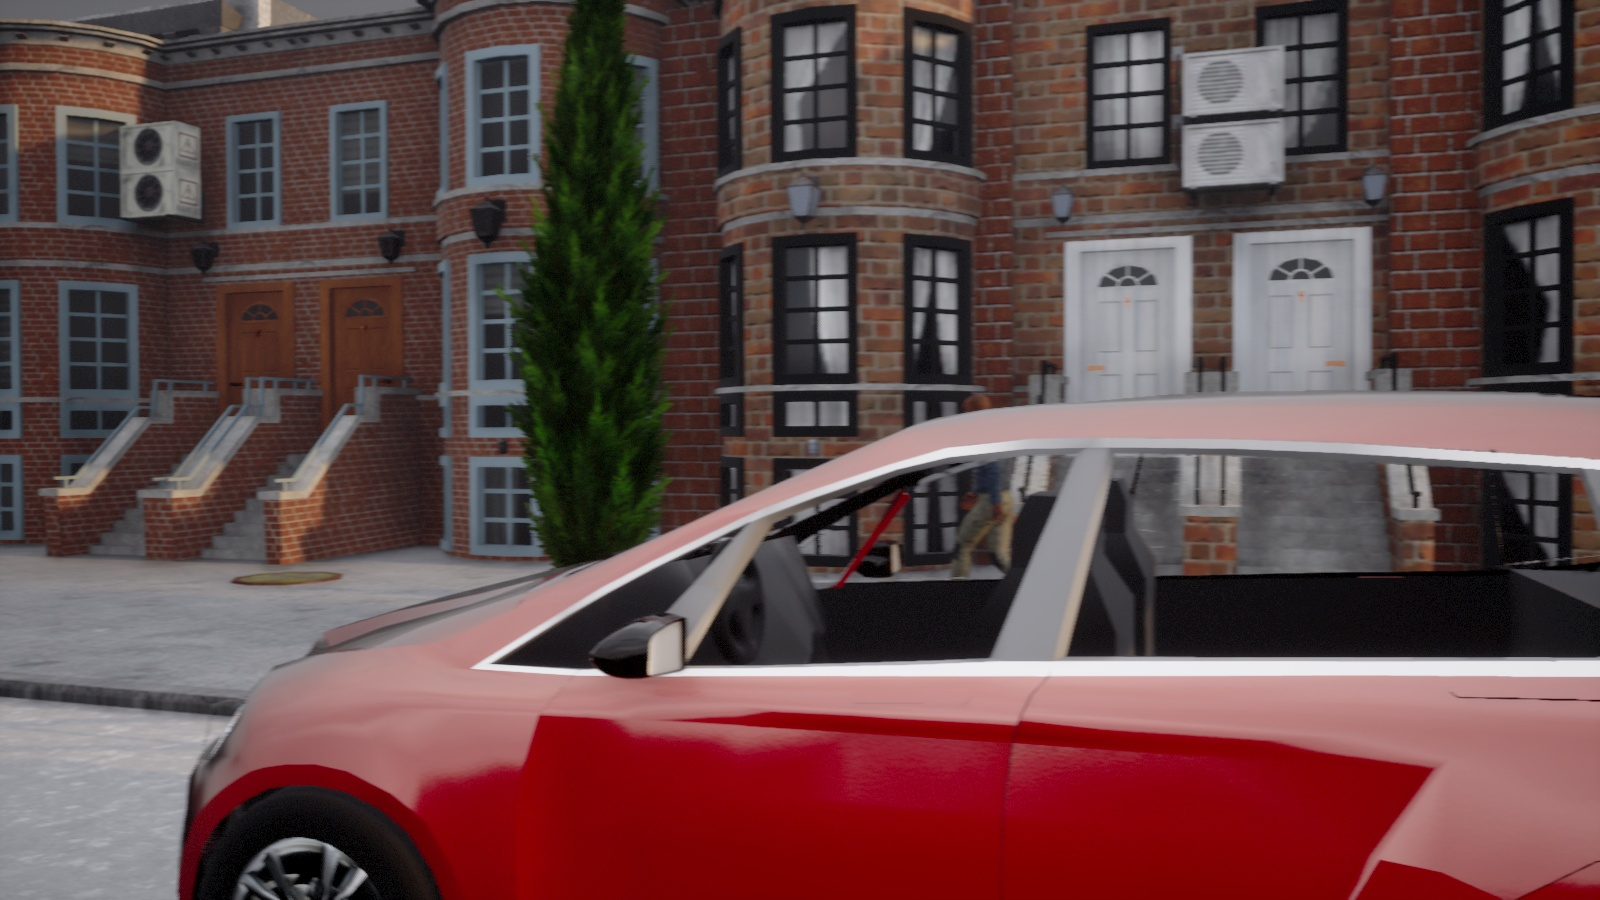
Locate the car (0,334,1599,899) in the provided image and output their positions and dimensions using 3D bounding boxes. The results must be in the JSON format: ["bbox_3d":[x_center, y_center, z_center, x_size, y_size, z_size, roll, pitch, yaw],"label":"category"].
[{"bbox_3d":[0.428,0.615,3.573,4.611,1.667,2.242,1,1,19],"label":"car"}]

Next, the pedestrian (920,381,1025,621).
[{"bbox_3d":[1.359,0.385,9.914,0.726,1.835,0.370,1,1,28],"label":"pedestrian"}]
